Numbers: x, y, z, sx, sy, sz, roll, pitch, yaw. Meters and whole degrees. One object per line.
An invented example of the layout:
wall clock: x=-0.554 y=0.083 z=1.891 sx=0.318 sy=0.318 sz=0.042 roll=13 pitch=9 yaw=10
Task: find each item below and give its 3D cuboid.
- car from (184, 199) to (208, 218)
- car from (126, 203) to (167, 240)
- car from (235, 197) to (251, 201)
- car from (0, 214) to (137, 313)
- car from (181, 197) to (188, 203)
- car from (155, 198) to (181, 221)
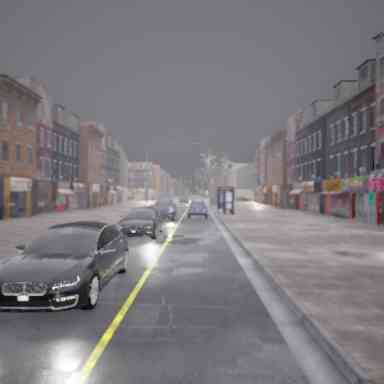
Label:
car: x=0.553 y=1.640 z=31.245 sx=2.033 sy=1.411 sz=5.357 roll=0 pitch=0 yaw=1
car: x=-2.583 y=1.537 z=17.360 sx=1.837 sy=1.490 sz=4.892 roll=0 pitch=0 yaw=1
car: x=13.817 y=1.934 z=89.789 sx=4.313 sy=1.339 sz=1.947 roll=0 pitch=0 yaw=1
car: x=-2.746 y=1.509 z=7.912 sx=1.837 sy=1.490 sz=4.892 roll=0 pitch=0 yaw=1
car: x=-1.635 y=1.766 z=68.833 sx=2.033 sy=1.411 sz=5.357 roll=0 pitch=0 yaw=1
car: x=-2.367 y=1.416 z=28.072 sx=2.097 sy=1.767 sz=4.553 roll=0 pitch=0 yaw=1
